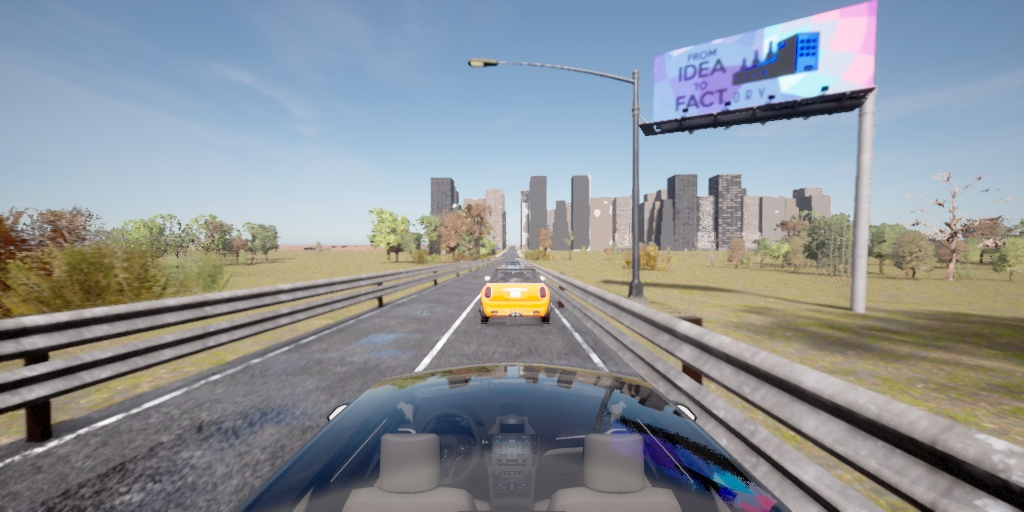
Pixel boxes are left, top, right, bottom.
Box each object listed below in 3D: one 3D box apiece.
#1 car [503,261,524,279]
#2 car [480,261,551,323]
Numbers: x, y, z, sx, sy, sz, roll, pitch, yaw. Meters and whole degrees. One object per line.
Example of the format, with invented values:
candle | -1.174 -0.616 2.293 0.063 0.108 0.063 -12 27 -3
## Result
car | 0.099 1.249 34.069 1.837 1.490 4.892 0 0 0
car | 0.100 1.100 12.315 2.097 1.767 4.553 0 0 0
